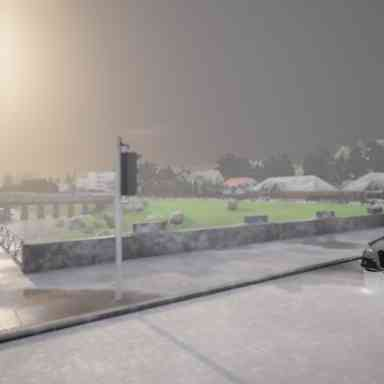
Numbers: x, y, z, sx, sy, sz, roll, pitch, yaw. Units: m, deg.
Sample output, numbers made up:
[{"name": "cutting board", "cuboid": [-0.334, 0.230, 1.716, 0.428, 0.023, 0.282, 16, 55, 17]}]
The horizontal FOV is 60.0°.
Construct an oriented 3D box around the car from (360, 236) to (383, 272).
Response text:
[{"name": "car", "cuboid": [6.566, 1.530, 9.287, 4.181, 1.385, 1.994, 0, 0, -35]}]
